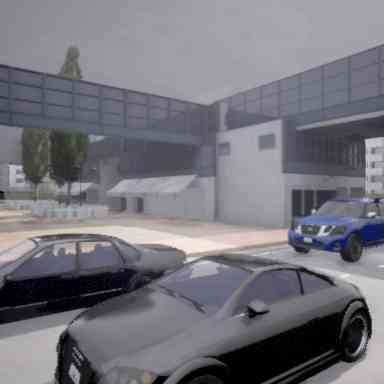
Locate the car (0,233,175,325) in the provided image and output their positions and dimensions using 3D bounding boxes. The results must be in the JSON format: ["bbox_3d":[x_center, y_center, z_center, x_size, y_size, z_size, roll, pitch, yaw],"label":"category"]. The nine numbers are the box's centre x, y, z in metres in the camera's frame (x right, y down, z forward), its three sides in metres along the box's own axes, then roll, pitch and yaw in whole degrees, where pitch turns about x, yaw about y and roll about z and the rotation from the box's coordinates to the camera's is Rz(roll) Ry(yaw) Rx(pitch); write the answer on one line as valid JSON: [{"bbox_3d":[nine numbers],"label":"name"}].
[{"bbox_3d":[-2.547,1.551,6.469,5.357,1.411,2.033,0,0,-35],"label":"car"}]

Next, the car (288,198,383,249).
[{"bbox_3d":[6.081,1.250,12.609,5.566,2.045,2.150,0,0,-36],"label":"car"}]

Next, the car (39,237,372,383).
[{"bbox_3d":[0.499,1.571,4.343,4.181,1.385,1.994,0,0,-36],"label":"car"}]
